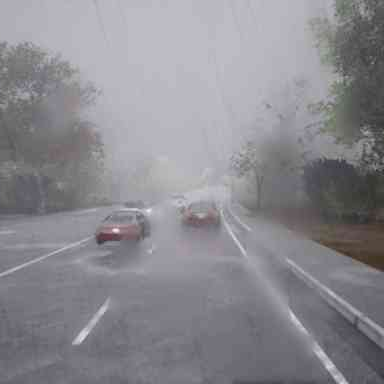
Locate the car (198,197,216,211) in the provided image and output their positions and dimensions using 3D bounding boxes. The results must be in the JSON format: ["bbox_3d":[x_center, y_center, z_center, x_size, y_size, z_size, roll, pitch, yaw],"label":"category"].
[{"bbox_3d":[1.922,1.464,40.941,2.128,1.511,4.902,0,0,5],"label":"car"}]

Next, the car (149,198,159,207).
[{"bbox_3d":[-4.774,1.564,47.062,1.895,1.301,4.718,0,0,5],"label":"car"}]

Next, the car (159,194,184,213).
[{"bbox_3d":[-1.872,1.194,37.422,2.150,2.045,5.566,0,0,4],"label":"car"}]

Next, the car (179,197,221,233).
[{"bbox_3d":[0.586,1.338,19.752,2.097,1.767,4.553,0,0,2],"label":"car"}]

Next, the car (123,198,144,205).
[{"bbox_3d":[-8.255,1.562,47.422,1.895,1.301,4.718,0,0,5],"label":"car"}]

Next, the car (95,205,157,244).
[{"bbox_3d":[-3.075,1.551,15.707,1.994,1.385,4.181,0,0,2],"label":"car"}]
